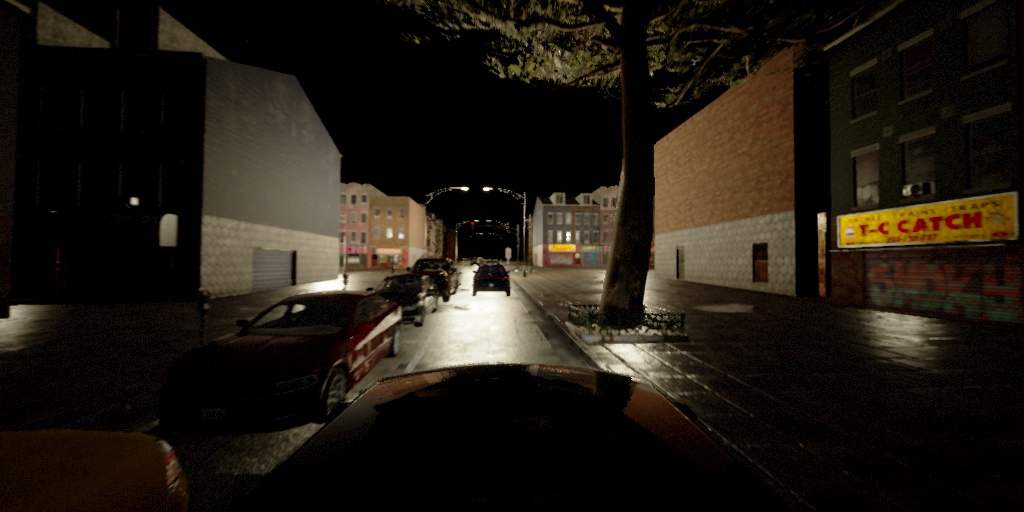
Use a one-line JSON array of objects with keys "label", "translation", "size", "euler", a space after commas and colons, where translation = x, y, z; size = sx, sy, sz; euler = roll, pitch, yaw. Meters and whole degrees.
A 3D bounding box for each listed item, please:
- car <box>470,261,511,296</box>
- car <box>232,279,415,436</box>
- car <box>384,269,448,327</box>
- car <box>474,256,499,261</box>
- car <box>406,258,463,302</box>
[{"label": "car", "translation": [-1.089, 1.192, 18.995], "size": [1.882, 1.535, 5.008], "euler": [0, 0, -3]}, {"label": "car", "translation": [-3.019, 1.264, 5.692], "size": [1.888, 1.381, 4.507], "euler": [0, 0, -3]}, {"label": "car", "translation": [-3.359, 1.257, 11.217], "size": [2.007, 1.370, 4.403], "euler": [0, 0, -3]}, {"label": "car", "translation": [-1.731, 1.049, 29.328], "size": [2.097, 1.767, 4.553], "euler": [0, 0, -4]}, {"label": "car", "translation": [-3.699, 1.011, 16.741], "size": [2.192, 1.841, 5.009], "euler": [0, 0, -3]}]
